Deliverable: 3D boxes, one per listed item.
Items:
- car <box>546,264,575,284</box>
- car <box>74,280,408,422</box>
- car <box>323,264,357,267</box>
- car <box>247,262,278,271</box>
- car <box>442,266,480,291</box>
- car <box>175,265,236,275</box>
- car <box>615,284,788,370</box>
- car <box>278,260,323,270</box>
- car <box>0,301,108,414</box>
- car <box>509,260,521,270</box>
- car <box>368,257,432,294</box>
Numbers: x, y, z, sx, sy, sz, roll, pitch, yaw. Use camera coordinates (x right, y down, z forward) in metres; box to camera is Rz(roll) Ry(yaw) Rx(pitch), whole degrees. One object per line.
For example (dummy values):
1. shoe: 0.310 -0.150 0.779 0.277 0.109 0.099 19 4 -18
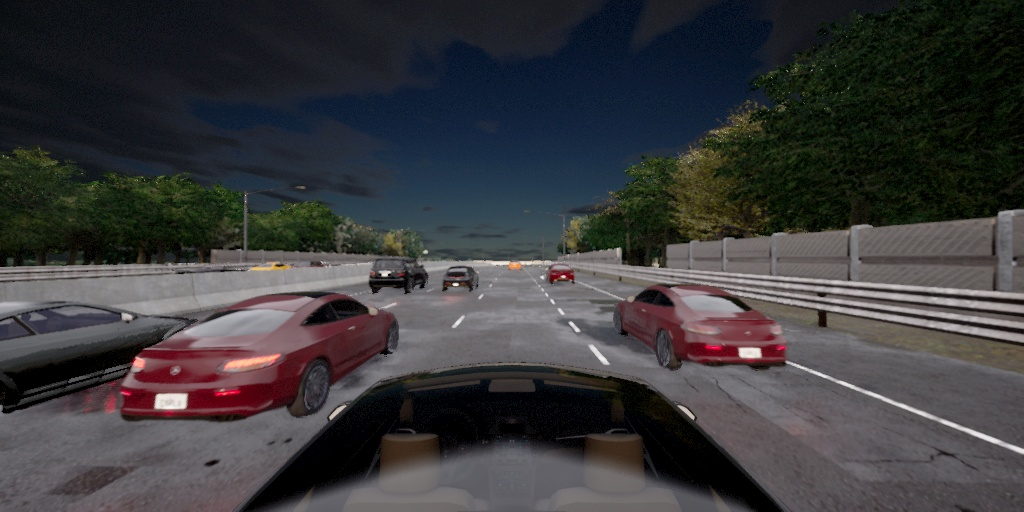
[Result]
1. car: 3.824 1.390 29.012 1.882 1.535 5.008 0 0 1
2. car: -3.375 1.307 5.874 1.812 1.442 4.674 0 -1 0
3. car: -17.304 1.539 37.446 1.895 1.301 4.718 0 0 0
4. car: -24.316 1.410 36.115 1.882 1.535 5.008 0 0 1
5. car: -3.226 1.393 23.111 1.837 1.490 4.892 0 0 1
6. car: -27.845 1.522 32.675 1.895 1.301 4.718 0 0 0
7. car: 3.642 1.322 7.759 1.812 1.442 4.674 0 0 0
8. car: -20.815 1.285 36.143 2.097 1.767 4.553 0 0 1
9. car: -6.880 1.339 5.242 1.994 1.385 4.181 0 0 0
10. car: 0.498 1.478 61.087 2.097 1.767 4.553 0 -1 0
11. car: -6.739 1.103 21.736 2.150 2.045 5.566 0 0 0
